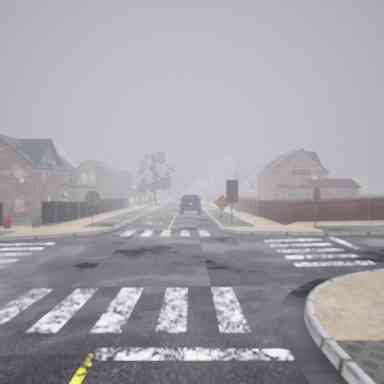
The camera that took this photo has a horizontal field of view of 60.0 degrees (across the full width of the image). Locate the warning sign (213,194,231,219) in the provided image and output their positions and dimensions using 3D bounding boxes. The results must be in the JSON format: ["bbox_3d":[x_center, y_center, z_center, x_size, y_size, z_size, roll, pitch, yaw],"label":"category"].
[{"bbox_3d":[2.407,1.163,26.708,1.300,1.860,1.060,2,2,-1],"label":"warning sign"}]

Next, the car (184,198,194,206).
[{"bbox_3d":[-0.557,1.852,61.021,1.895,1.301,4.718,0,0,-1],"label":"car"}]

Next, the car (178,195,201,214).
[{"bbox_3d":[-0.179,1.306,36.482,2.150,2.045,5.566,0,0,-1],"label":"car"}]
